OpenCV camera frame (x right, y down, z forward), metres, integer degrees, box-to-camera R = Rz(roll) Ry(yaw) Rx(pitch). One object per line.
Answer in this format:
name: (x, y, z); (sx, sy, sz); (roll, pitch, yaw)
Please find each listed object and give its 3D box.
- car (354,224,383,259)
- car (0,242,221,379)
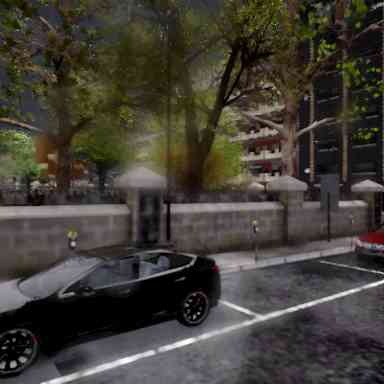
car: (7.566, 1.703, 11.961); (4.206, 1.307, 1.802); (1, -1, -36)
car: (-1.445, 1.584, 5.532); (4.313, 1.339, 1.947); (1, -1, -35)
